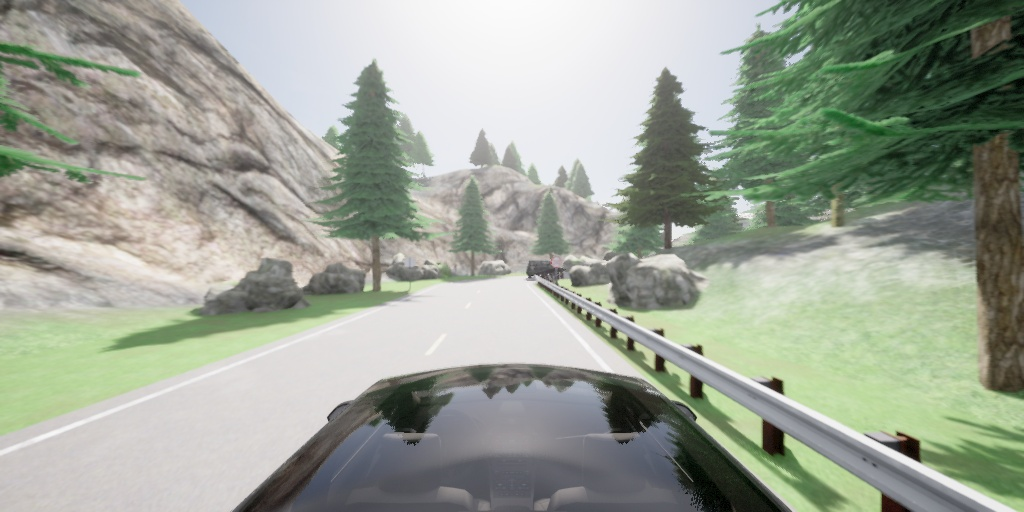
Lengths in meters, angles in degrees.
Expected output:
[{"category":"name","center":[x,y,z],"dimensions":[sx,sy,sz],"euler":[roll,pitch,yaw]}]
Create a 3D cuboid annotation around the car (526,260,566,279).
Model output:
[{"category":"car","center":[3.823,1.467,39.762],"dimensions":[2.150,2.045,5.566],"euler":[-1,-1,38]}]
